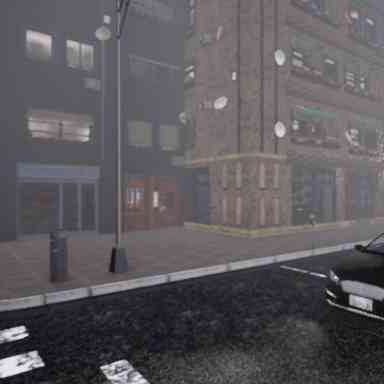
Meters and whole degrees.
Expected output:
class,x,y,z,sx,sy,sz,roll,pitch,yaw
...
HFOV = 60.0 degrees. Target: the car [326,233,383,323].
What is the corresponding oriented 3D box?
class,x,y,z,sx,sy,sz,roll,pitch,yaw
car,4.677,1.496,6.717,4.902,1.511,2.128,0,0,-36
